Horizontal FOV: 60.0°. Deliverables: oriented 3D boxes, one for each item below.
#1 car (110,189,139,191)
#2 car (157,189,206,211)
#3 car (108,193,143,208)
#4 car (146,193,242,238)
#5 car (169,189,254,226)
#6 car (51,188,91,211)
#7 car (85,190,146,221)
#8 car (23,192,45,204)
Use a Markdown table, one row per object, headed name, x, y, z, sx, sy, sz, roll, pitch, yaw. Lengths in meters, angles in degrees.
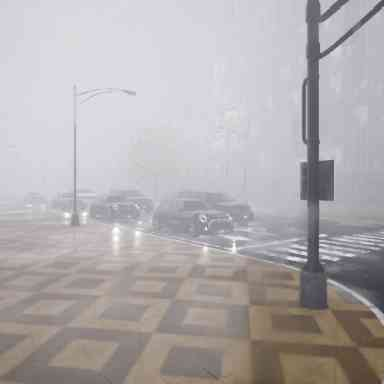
| name | x | y | z | sx | sy | sz | roll | pitch | yaw |
| --- | --- | --- | --- | --- | --- | --- | --- | --- | --- |
| car | -5.481 | 0.754 | 28.630 | 2.150 | 2.045 | 5.566 | 0 | 1 | -38 |
| car | -1.181 | 0.720 | 34.006 | 2.150 | 2.045 | 5.566 | 0 | 1 | -38 |
| car | -7.366 | 0.918 | 36.596 | 1.812 | 1.442 | 4.674 | 0 | 1 | -38 |
| car | -0.051 | 1.124 | 16.510 | 2.097 | 1.767 | 4.553 | 0 | 1 | -38 |
| car | 1.141 | 0.951 | 20.205 | 2.150 | 2.045 | 5.566 | 0 | 1 | -40 |
| car | -11.496 | 0.787 | 31.020 | 2.097 | 1.767 | 4.553 | 0 | 1 | -38 |
| car | -5.464 | 0.965 | 23.355 | 2.097 | 1.767 | 4.553 | 0 | 1 | -38 |
| car | -20.022 | 0.704 | 41.965 | 1.812 | 1.442 | 4.674 | 0 | 1 | -38 |
